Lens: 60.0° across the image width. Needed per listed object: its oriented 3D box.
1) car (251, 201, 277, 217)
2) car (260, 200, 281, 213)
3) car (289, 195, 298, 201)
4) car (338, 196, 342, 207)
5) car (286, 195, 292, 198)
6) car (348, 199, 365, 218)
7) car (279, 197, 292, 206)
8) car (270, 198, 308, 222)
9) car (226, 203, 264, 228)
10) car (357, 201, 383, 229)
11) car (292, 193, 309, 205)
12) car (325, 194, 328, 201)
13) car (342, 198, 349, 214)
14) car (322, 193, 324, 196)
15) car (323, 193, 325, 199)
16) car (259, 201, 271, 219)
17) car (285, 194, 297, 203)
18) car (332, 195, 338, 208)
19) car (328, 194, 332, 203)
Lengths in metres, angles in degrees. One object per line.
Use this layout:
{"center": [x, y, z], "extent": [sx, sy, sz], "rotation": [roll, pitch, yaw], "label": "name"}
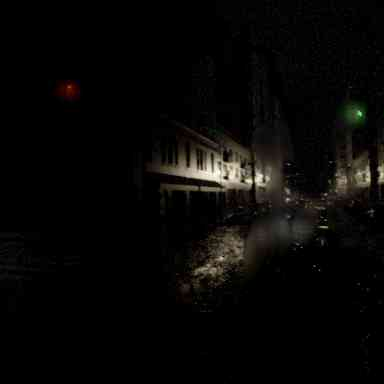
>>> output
{"center": [7.361, 1.672, 33.625], "extent": [2.008, 1.369, 4.403], "rotation": [-1, 0, 20], "label": "car"}
{"center": [9.246, 1.664, 38.824], "extent": [1.887, 1.381, 4.507], "rotation": [-1, 0, 20], "label": "car"}
{"center": [26.202, 1.526, 85.609], "extent": [1.967, 1.590, 4.097], "rotation": [-1, 0, 20], "label": "car"}
{"center": [17.260, 1.412, 35.927], "extent": [1.887, 1.381, 4.507], "rotation": [-1, 0, 20], "label": "car"}
{"center": [14.840, 1.635, 54.259], "extent": [1.752, 1.417, 4.829], "rotation": [-1, 0, 20], "label": "car"}
{"center": [13.491, 1.417, 25.528], "extent": [1.887, 1.381, 4.507], "rotation": [-1, 0, 20], "label": "car"}
{"center": [16.783, 1.671, 59.617], "extent": [1.947, 1.339, 4.313], "rotation": [-1, 0, 20], "label": "car"}
{"center": [7.834, 1.540, 26.576], "extent": [2.128, 1.511, 4.902], "rotation": [-2, 0, 20], "label": "car"}
{"center": [3.593, 1.709, 23.229], "extent": [1.802, 1.307, 4.206], "rotation": [-1, 0, 20], "label": "car"}
{"center": [11.606, 1.441, 20.328], "extent": [1.947, 1.339, 4.313], "rotation": [-1, 0, 20], "label": "car"}
{"center": [18.816, 1.372, 56.886], "extent": [2.097, 1.767, 4.553], "rotation": [-2, -1, 20], "label": "car"}
{"center": [28.569, 1.412, 67.125], "extent": [1.947, 1.339, 4.313], "rotation": [-1, 0, 20], "label": "car"}
{"center": [15.375, 1.421, 30.728], "extent": [2.008, 1.369, 4.403], "rotation": [-1, 0, 20], "label": "car"}
{"center": [34.221, 1.275, 82.725], "extent": [1.967, 1.590, 4.097], "rotation": [-1, 0, 20], "label": "car"}
{"center": [32.339, 1.404, 77.525], "extent": [1.947, 1.339, 4.313], "rotation": [-1, 0, 20], "label": "car"}
{"center": [5.477, 1.690, 28.427], "extent": [1.947, 1.339, 4.313], "rotation": [-1, 0, 20], "label": "car"}
{"center": [22.431, 1.409, 75.213], "extent": [2.192, 1.841, 5.009], "rotation": [-1, 0, 20], "label": "car"}
{"center": [21.030, 1.427, 46.327], "extent": [1.947, 1.339, 4.313], "rotation": [-1, 0, 20], "label": "car"}
{"center": [24.799, 1.405, 56.726], "extent": [2.008, 1.369, 4.403], "rotation": [-1, 0, 20], "label": "car"}
